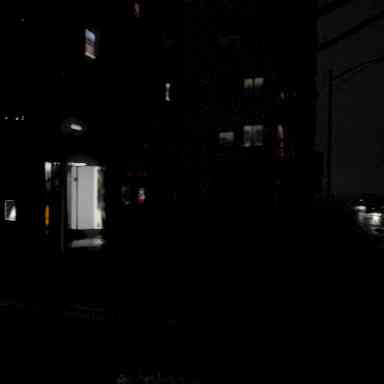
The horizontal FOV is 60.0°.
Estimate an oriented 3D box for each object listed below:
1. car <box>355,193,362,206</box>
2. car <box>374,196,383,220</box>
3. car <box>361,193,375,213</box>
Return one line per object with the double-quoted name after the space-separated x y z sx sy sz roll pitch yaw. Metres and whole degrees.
19.936 0.836 38.001 1.812 1.442 4.674 1 1 23 "car"
12.586 1.147 19.869 2.033 1.411 5.357 1 1 22 "car"
16.083 1.025 28.534 1.994 1.385 4.181 1 1 22 "car"
